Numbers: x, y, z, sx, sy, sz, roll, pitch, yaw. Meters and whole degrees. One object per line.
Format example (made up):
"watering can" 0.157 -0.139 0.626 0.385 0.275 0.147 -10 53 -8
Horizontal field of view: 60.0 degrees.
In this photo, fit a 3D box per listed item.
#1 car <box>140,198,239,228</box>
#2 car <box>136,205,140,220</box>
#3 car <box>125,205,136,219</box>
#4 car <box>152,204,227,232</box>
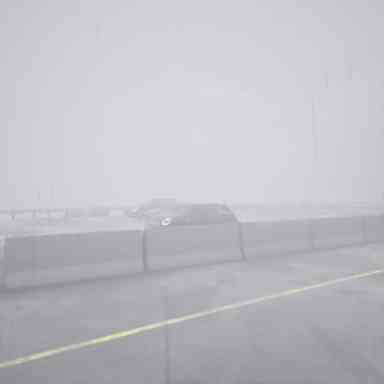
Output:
"car" 0.068 1.316 16.409 4.553 1.767 2.097 0 0 -31
"car" -0.983 1.494 24.007 5.357 1.411 2.033 0 0 -31
"car" -3.039 1.291 26.786 4.553 1.767 2.097 0 0 -31
"car" -0.107 1.519 20.388 4.181 1.385 1.994 0 0 -31
